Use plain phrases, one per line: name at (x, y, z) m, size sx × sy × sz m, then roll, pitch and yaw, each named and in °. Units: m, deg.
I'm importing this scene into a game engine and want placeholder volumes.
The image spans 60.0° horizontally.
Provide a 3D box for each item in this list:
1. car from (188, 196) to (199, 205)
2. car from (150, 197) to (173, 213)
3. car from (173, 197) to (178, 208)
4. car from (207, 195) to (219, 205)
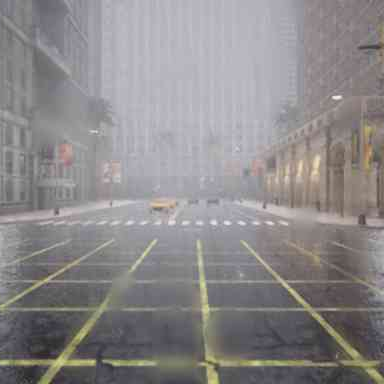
car at (0.247, 1.530, 60.205) m, size 2.128 × 1.511 × 4.902 m, roll 0°, pitch 0°, yaw 1°
car at (-3.546, 1.502, 37.160) m, size 1.882 × 1.535 × 5.008 m, roll 0°, pitch 0°, yaw 0°
car at (-3.459, 1.507, 46.470) m, size 1.882 × 1.535 × 5.008 m, roll 0°, pitch 0°, yaw 1°
car at (3.746, 1.390, 60.136) m, size 2.097 × 1.767 × 4.553 m, roll 0°, pitch 0°, yaw 1°
